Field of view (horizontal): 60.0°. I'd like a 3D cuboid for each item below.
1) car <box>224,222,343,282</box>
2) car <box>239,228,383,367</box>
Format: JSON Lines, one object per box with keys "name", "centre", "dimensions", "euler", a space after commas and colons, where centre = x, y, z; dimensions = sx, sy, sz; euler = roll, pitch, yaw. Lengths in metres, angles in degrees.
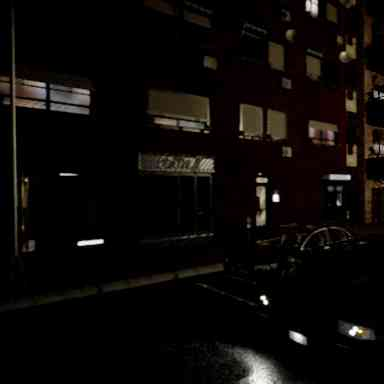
{"name": "car", "centre": [2.784, 1.502, 8.551], "dimensions": [4.403, 1.369, 2.008], "euler": [0, 0, -36]}
{"name": "car", "centre": [3.551, 1.505, 5.914], "dimensions": [5.357, 1.411, 2.033], "euler": [0, 0, -36]}
